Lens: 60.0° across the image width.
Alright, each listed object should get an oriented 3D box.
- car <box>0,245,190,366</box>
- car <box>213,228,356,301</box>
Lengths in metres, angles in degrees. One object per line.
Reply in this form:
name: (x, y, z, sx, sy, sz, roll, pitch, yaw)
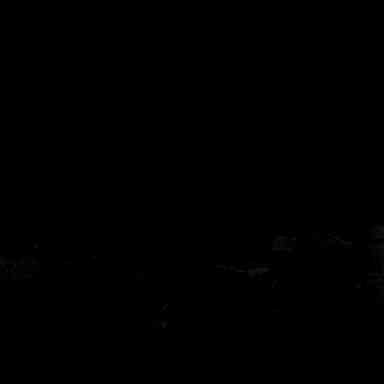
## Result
car: (-2.032, 1.567, 5.087, 4.313, 1.339, 1.947, 0, 0, -35)
car: (2.448, 1.586, 8.280, 4.206, 1.307, 1.802, 0, 0, -35)
